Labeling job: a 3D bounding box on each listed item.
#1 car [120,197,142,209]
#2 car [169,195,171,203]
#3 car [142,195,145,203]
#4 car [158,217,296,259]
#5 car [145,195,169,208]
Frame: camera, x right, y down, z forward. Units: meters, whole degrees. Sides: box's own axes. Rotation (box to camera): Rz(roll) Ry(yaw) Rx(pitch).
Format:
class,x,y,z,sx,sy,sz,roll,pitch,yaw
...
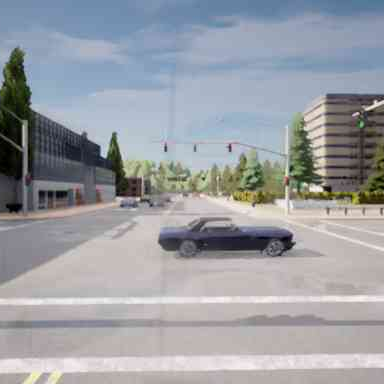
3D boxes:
class,x,y,z,sx,sy,sz,roll,pitch,yaw
car,-8.041,1.368,42.852,1.812,1.442,4.674,0,0,-1
car,-4.818,1.255,60.599,1.882,1.535,5.008,0,0,-1
car,-8.318,1.254,60.814,1.882,1.535,5.008,0,0,-1
car,1.173,1.557,11.859,4.718,1.301,1.895,0,0,-4
car,-4.556,1.331,43.736,2.128,1.511,4.902,0,0,-1
